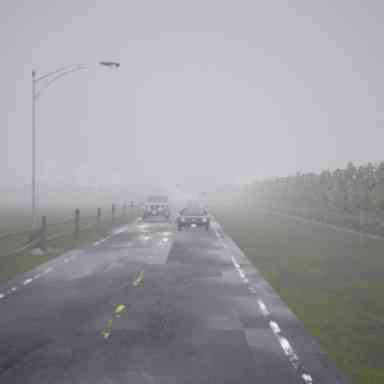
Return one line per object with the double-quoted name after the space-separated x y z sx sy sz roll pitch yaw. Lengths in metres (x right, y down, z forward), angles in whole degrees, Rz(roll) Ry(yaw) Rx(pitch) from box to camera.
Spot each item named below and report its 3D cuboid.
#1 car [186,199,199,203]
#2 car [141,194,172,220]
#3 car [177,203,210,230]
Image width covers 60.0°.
0.089 1.540 38.366 2.033 1.411 5.357 0 0 0 "car"
-2.860 1.219 28.087 2.150 2.045 5.566 0 0 0 "car"
0.084 1.600 20.930 1.895 1.301 4.718 0 0 0 "car"
